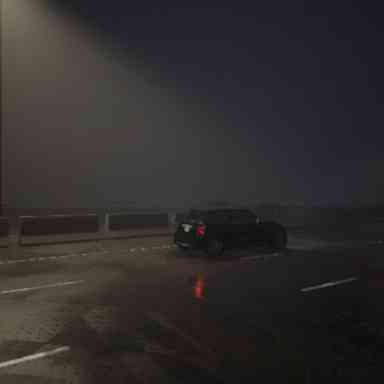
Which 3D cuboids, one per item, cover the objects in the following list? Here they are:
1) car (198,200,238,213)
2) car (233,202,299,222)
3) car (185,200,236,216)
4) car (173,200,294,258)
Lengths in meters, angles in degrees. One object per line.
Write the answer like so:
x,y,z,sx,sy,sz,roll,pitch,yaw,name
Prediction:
2.988,1.616,38.146,4.181,1.385,1.994,0,0,-27,car
6.263,1.611,28.088,5.357,1.411,2.033,0,0,-28,car
1.883,1.546,33.636,4.892,1.490,1.837,0,0,-28,car
1.617,1.372,13.020,4.553,1.767,2.097,0,0,-32,car
